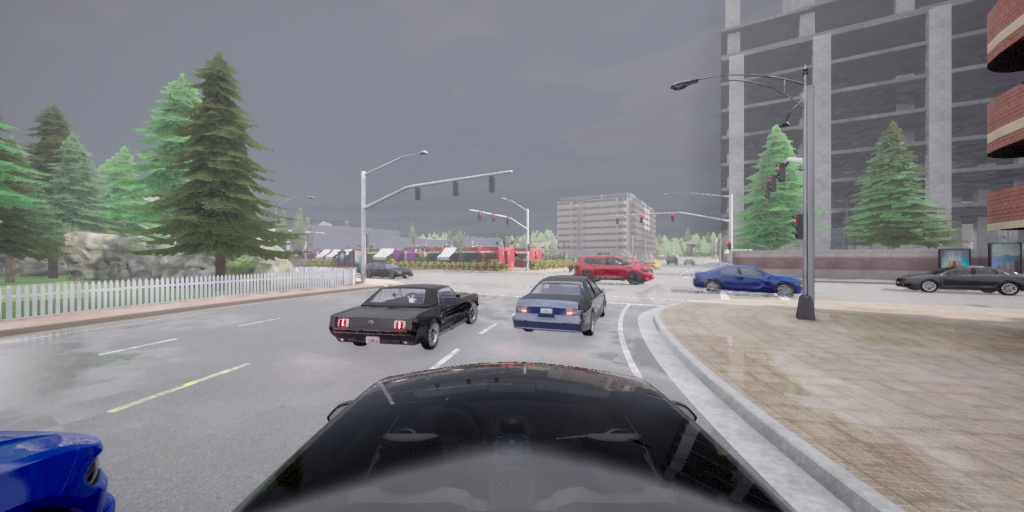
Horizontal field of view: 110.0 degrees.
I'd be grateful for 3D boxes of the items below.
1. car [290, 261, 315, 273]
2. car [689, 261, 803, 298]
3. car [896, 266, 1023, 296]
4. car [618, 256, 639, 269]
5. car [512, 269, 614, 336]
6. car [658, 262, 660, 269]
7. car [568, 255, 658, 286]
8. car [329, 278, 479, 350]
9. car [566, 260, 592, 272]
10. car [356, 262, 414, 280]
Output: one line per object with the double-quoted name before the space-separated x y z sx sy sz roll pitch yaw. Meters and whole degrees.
"car" -23.943 1.296 39.847 4.902 1.511 2.128 0 0 30
"car" 12.324 1.263 18.984 5.008 1.535 1.882 1 0 30
"car" 24.964 1.310 20.013 4.892 1.490 1.837 0 0 30
"car" 18.630 0.972 57.287 2.150 2.045 5.566 0 0 30
"car" 1.639 1.297 10.534 2.033 1.411 5.357 0 0 20
"car" 21.330 1.227 54.589 1.882 1.535 5.008 0 0 29
"car" 7.250 1.006 25.942 5.566 2.045 2.150 0 0 30
"car" -2.292 1.351 9.163 1.895 1.301 4.718 0 0 11
"car" 8.865 1.314 47.172 1.994 1.385 4.181 0 0 29
"car" -11.469 1.353 32.669 5.357 1.411 2.033 0 0 30
